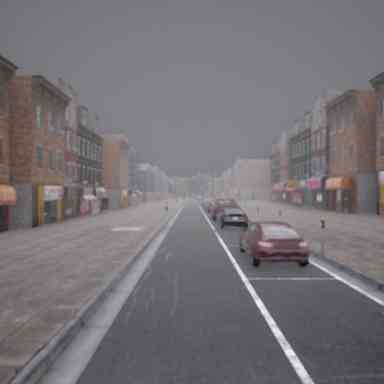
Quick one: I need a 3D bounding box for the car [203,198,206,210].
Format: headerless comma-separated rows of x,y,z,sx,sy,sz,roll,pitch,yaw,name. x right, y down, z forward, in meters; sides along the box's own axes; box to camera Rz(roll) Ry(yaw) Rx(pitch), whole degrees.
2.611,1.691,38.615,1.887,1.381,4.507,0,0,0,car

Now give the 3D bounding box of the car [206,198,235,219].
2.618,1.407,27.682,2.192,1.841,5.009,0,0,0,car

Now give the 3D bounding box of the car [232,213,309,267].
2.630,1.611,11.280,1.802,1.307,4.206,0,0,0,car

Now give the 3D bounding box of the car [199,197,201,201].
2.600,1.827,55.016,1.802,1.307,4.206,0,0,0,car

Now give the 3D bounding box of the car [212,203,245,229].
2.623,1.634,22.214,1.947,1.339,4.313,0,0,0,car

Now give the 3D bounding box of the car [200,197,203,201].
2.604,1.737,49.719,1.752,1.417,4.829,0,0,0,car

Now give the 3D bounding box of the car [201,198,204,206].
2.608,1.743,44.082,1.947,1.339,4.313,0,0,0,car

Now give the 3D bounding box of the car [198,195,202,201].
2.596,1.722,60.483,1.967,1.590,4.097,0,0,0,car
